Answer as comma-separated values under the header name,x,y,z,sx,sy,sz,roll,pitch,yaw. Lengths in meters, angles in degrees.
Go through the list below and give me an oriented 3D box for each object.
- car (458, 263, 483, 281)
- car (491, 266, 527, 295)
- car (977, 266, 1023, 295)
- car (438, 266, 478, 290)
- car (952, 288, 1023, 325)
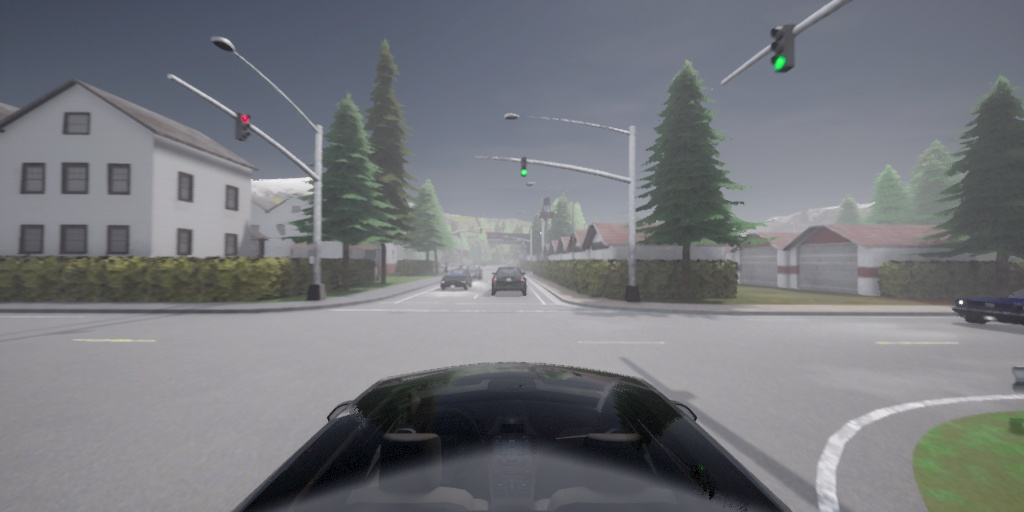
name,x,y,z,sx,sy,sz,roll,pitch,yaw
car,-4.097,1.787,38.027,2.128,1.511,4.902,0,-1,-1
car,-0.228,1.430,22.742,2.097,1.767,4.553,0,-1,-1
car,33.213,1.577,22.559,2.097,1.767,4.553,0,-1,2
car,-3.946,1.664,26.369,2.033,1.411,5.357,0,-1,-1
car,16.439,1.553,10.712,4.718,1.301,1.895,0,-1,0
